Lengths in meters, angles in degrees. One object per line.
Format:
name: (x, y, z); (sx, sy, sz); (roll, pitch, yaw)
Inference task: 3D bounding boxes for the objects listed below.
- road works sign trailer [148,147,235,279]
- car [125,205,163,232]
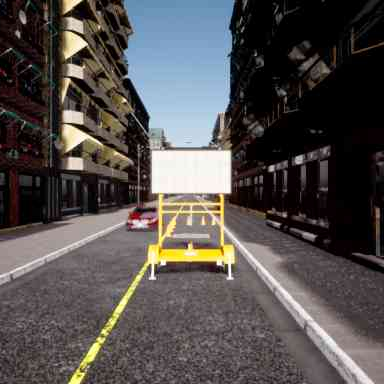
road works sign trailer: (-0.023, 0.467, 9.985); (2.380, 3.560, 2.880); (0, 0, 0)
car: (-2.796, 1.532, 20.195); (1.812, 1.442, 4.674); (0, 0, 0)
